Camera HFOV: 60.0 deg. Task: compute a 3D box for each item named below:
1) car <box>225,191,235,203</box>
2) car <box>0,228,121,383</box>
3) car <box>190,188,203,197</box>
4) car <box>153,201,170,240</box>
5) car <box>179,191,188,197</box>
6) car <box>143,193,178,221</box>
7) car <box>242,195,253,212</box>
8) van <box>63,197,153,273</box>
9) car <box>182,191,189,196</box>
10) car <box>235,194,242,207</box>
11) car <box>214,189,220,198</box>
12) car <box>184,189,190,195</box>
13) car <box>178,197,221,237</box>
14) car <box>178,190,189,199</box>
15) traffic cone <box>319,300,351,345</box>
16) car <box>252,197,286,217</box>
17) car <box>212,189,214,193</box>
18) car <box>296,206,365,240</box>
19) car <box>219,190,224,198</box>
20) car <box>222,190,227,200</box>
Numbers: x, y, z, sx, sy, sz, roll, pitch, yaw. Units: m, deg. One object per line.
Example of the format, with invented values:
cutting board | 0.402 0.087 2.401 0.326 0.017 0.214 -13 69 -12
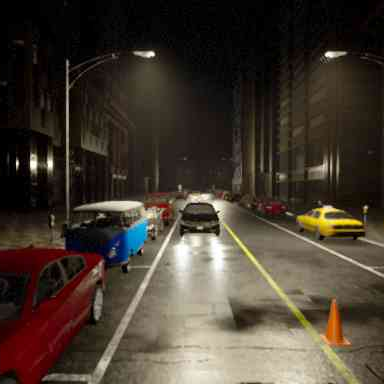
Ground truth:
car | 6.445 0.923 49.085 1.947 1.339 4.313 0 1 0
car | -2.384 1.476 4.185 1.887 1.381 4.507 0 1 0
car | 0.838 0.514 71.917 1.882 1.535 5.008 0 1 0
car | -2.308 1.329 15.421 2.008 1.369 4.403 0 1 0
car | -1.889 0.501 77.216 1.887 1.381 4.507 0 1 0
car | -2.269 1.016 21.035 2.192 1.841 5.009 0 1 0
car | 6.331 1.162 32.230 1.802 1.307 4.206 0 1 0
van | -2.345 1.196 9.800 1.690 1.788 3.998 0 1 0
car | -1.775 0.319 94.070 1.802 1.307 4.206 0 1 0
car | 6.370 1.028 38.018 1.752 1.417 4.829 0 1 0
car | 6.598 0.377 71.554 2.192 1.841 5.009 0 1 0
car | -1.966 0.669 65.981 1.947 1.339 4.313 0 1 0
car | 0.369 1.247 16.805 1.882 1.535 5.008 0 1 0
car | -2.004 0.759 60.363 1.802 1.307 4.206 0 1 0
traffic cone | 2.107 1.894 4.920 0.340 0.580 0.340 0 1 0
car | 6.293 1.239 26.612 1.802 1.307 4.206 0 1 0
car | 6.674 0.466 82.793 2.008 1.369 4.403 0 1 0
car | 6.218 1.334 15.545 1.752 1.417 4.829 0 1 0
car | 6.522 0.649 60.319 1.967 1.590 4.097 0 1 0
car | 6.483 0.828 54.703 1.887 1.381 4.507 0 1 0
